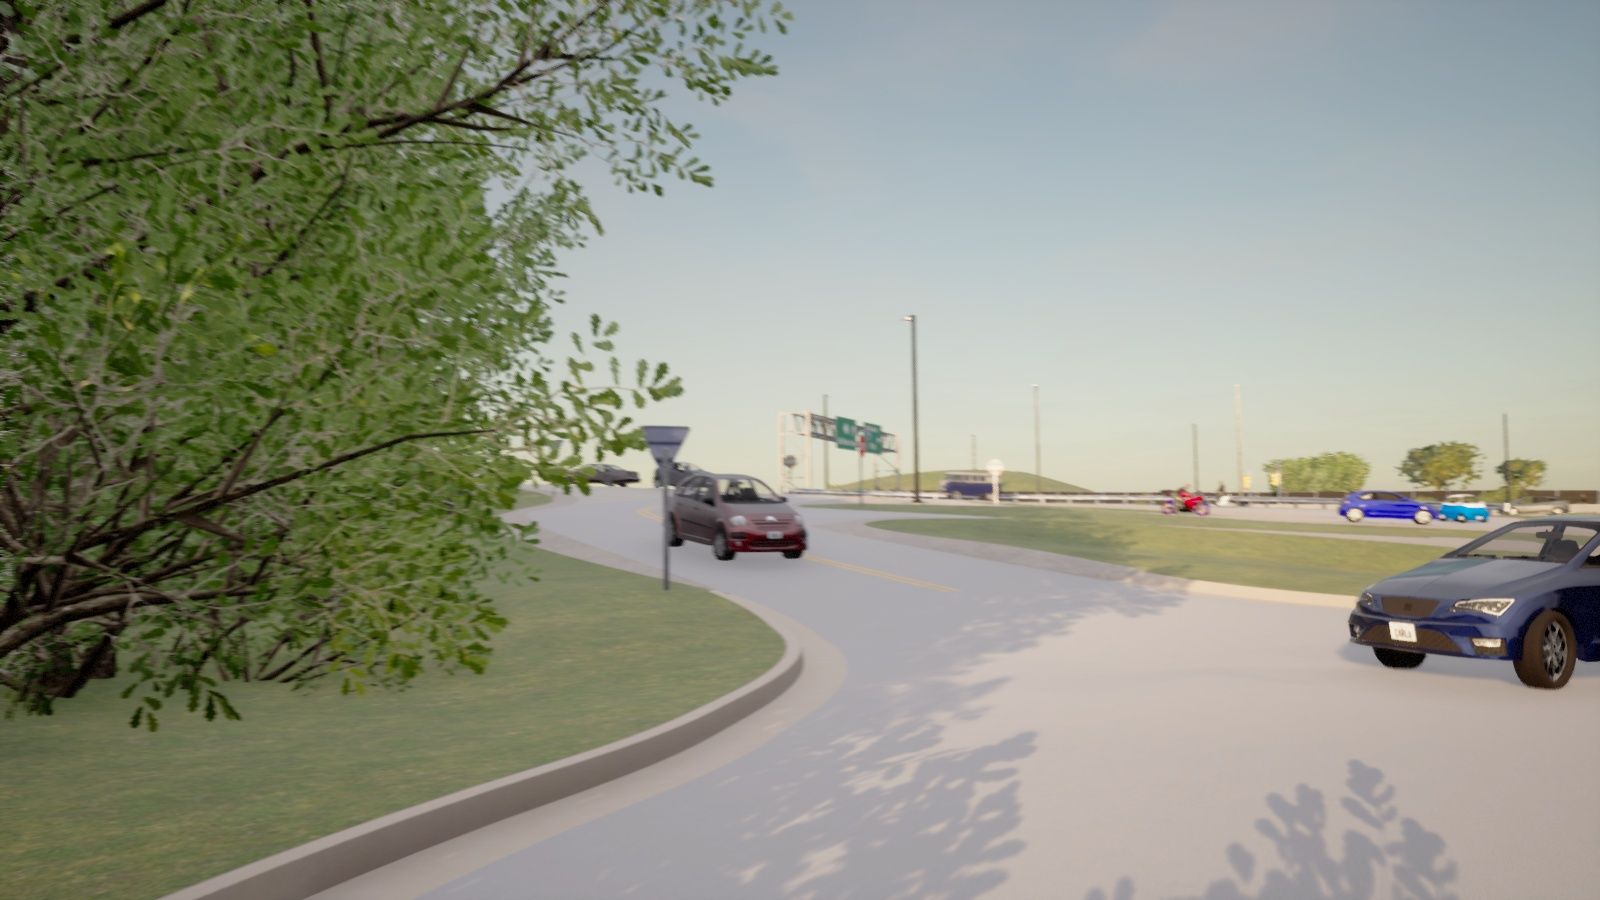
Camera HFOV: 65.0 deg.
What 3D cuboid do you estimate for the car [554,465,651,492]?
[{"bbox_3d":[-11.758,1.700,74.790,5.357,1.411,2.033,1,-3,20],"label":"car"}]

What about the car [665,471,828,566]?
[{"bbox_3d":[-1.188,1.327,25.807,1.851,1.617,3.988,1,1,-26],"label":"car"}]

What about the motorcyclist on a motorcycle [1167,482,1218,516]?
[{"bbox_3d":[18.559,2.301,59.374,2.191,1.530,0.866,1,-2,22],"label":"motorcyclist on a motorcycle"}]

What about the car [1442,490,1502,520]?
[{"bbox_3d":[32.803,2.681,61.348,1.481,1.376,2.207,-1,-1,-13],"label":"car"}]

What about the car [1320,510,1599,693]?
[{"bbox_3d":[7.204,1.306,11.744,4.193,1.474,1.816,1,-3,-21],"label":"car"}]

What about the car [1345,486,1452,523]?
[{"bbox_3d":[26.667,2.427,56.084,4.193,1.474,1.816,1,-2,21],"label":"car"}]

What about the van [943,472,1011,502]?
[{"bbox_3d":[12.499,2.623,88.869,4.442,1.987,1.775,2,-3,-10],"label":"van"}]

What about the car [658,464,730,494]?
[{"bbox_3d":[-5.743,1.571,67.630,3.633,1.501,1.845,1,-1,42],"label":"car"}]
